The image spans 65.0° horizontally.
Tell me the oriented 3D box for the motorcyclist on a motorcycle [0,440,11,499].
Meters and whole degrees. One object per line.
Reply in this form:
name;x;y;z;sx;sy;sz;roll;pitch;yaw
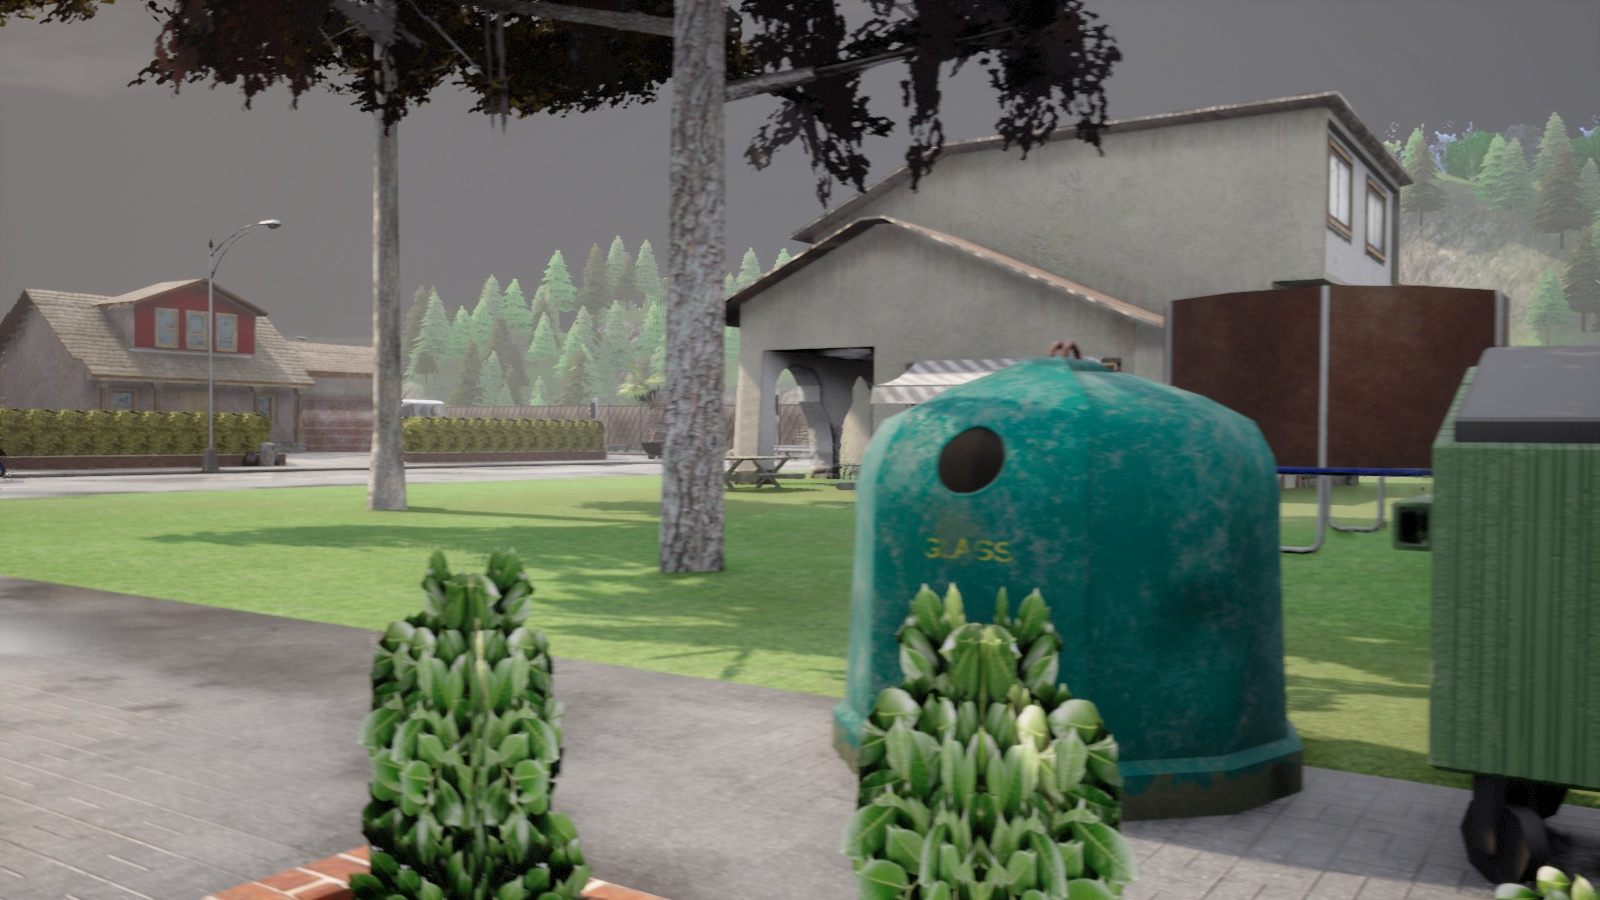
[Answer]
motorcyclist on a motorcycle;-21.555;0.524;32.053;0.866;1.530;2.191;0;1;34

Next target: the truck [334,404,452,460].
truck;-26.364;-1.120;81.182;7.936;3.462;2.891;0;1;33
